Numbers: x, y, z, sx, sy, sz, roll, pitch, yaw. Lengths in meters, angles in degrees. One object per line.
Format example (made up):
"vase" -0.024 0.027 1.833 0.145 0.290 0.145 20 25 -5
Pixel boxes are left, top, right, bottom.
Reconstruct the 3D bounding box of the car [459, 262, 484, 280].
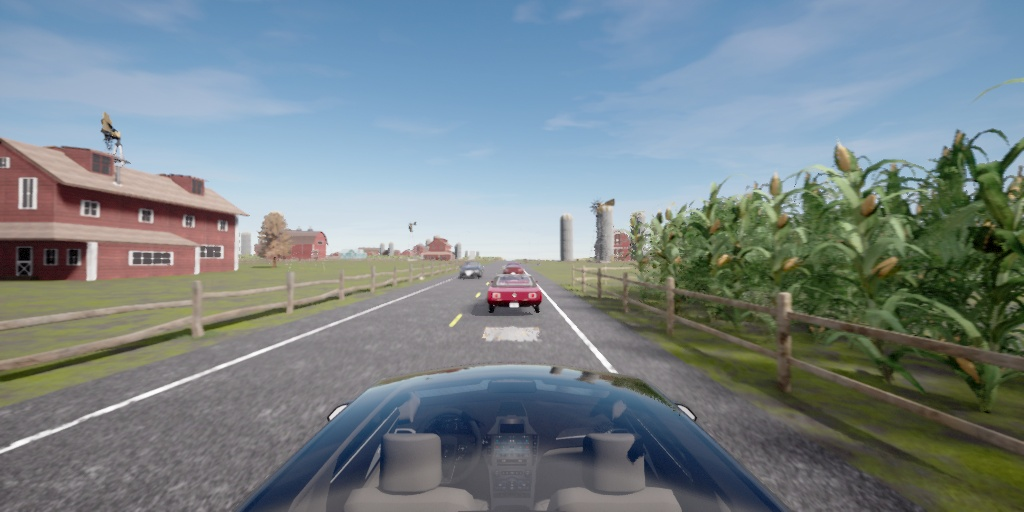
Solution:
"car" -3.590 1.270 32.338 2.128 1.511 4.902 0 0 0

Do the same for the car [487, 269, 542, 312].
"car" 0.089 1.358 14.231 1.895 1.301 4.718 0 0 0

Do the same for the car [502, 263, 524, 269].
"car" 0.121 1.304 32.202 1.812 1.442 4.674 0 0 0
